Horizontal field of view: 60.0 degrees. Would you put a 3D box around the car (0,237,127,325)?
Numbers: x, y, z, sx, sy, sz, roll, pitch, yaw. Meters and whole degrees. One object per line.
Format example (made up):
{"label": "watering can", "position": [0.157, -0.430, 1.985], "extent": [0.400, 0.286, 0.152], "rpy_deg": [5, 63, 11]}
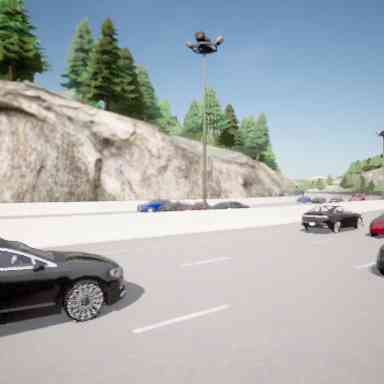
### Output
{"label": "car", "position": [-3.554, 1.505, 5.615], "extent": [4.902, 1.511, 2.128], "rpy_deg": [0, 0, -35]}

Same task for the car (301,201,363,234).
{"label": "car", "position": [8.334, 1.518, 19.613], "extent": [4.902, 1.511, 2.128], "rpy_deg": [0, 0, -41]}

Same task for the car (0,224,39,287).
{"label": "car", "position": [-6.372, 1.620, 7.875], "extent": [4.718, 1.301, 1.895], "rpy_deg": [0, 0, -35]}

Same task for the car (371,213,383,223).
{"label": "car", "position": [10.877, 1.585, 17.203], "extent": [4.181, 1.385, 1.994], "rpy_deg": [0, 0, -41]}

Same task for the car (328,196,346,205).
{"label": "car", "position": [26.917, 1.591, 61.642], "extent": [2.128, 1.511, 4.902], "rpy_deg": [0, 0, 36]}

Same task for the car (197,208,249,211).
{"label": "car", "position": [3.034, 1.552, 29.215], "extent": [4.892, 1.490, 1.837], "rpy_deg": [0, 0, -43]}

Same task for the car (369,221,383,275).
{"label": "car", "position": [6.892, 1.574, 9.229], "extent": [4.181, 1.385, 1.994], "rpy_deg": [0, 0, -39]}
